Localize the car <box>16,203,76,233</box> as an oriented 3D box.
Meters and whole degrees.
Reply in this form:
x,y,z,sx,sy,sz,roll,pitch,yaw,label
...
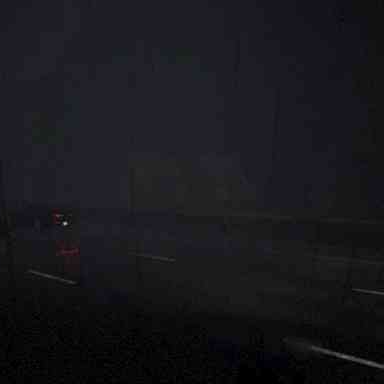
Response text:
x,y,z,sx,sy,sz,roll,pitch,yaw,label
-8.563,1.362,18.697,4.892,1.490,1.837,1,0,35,car

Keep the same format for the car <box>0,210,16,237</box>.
x,y,z,sx,sy,sz,roll,pitch,yaw,label
-10.572,1.422,15.831,4.181,1.385,1.994,1,0,35,car
